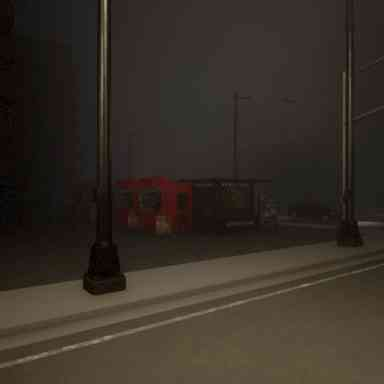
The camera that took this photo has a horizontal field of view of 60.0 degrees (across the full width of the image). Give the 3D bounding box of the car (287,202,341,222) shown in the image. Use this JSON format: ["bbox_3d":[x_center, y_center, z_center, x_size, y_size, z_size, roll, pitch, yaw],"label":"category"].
[{"bbox_3d":[10.276,1.615,27.733,1.837,1.490,4.892,0,-1,-36],"label":"car"}]
